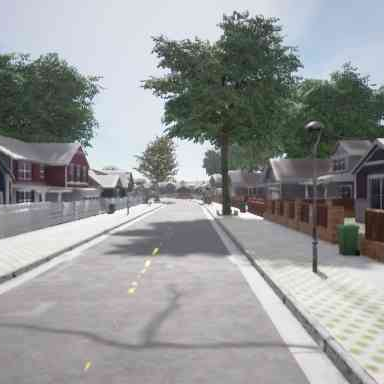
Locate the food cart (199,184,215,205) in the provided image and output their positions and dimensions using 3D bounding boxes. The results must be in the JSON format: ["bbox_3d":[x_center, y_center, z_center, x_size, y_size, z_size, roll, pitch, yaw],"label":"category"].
[{"bbox_3d":[2.672,0.427,59.923,2.280,3.560,4.660,0,0,-3],"label":"food cart"}]
